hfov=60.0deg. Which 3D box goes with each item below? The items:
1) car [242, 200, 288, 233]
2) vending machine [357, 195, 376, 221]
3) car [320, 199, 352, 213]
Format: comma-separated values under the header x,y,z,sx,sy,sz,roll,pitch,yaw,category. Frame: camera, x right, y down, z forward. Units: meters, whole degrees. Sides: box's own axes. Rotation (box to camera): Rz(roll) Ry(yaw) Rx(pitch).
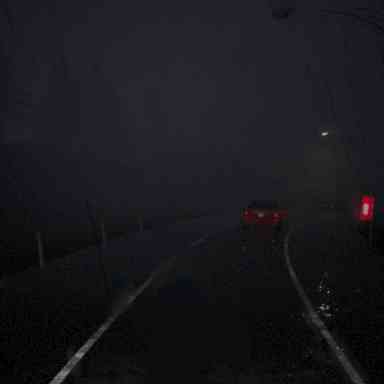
x,y,z,sx,sy,sz,roll,pitch,yaw,category
4.389,1.225,19.417,2.097,1.767,4.553,2,1,21,car
15.244,1.377,29.010,1.100,2.100,0.880,9,9,37,vending machine
16.324,1.565,37.619,2.033,1.411,5.357,5,3,45,car
